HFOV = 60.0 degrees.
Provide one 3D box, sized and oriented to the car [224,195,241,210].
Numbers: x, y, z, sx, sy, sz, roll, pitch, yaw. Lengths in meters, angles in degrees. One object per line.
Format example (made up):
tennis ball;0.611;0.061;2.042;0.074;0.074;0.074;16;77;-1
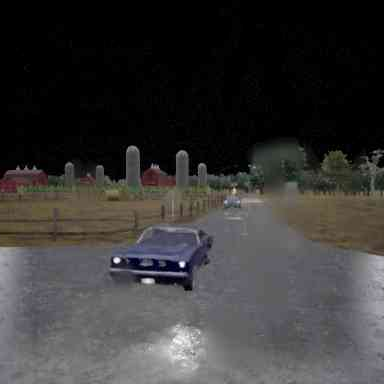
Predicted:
car;5.278;1.286;42.880;2.097;1.767;4.553;0;0;10

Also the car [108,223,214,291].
car;-0.559;1.596;9.200;1.895;1.301;4.718;1;0;10
